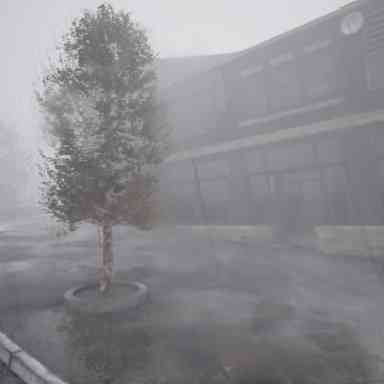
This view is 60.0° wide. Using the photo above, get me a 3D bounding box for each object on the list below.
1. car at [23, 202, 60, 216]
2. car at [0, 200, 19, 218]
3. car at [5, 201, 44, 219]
[{"bbox_3d":[-20.932,2.342,46.478,2.097,1.535,5.008,-3,-1,10],"label":"car"},{"bbox_3d":[-21.765,2.054,40.542,2.435,2.045,5.566,-3,-1,4],"label":"car"},{"bbox_3d":[-18.243,2.088,36.952,1.837,1.490,4.892,-4,0,0],"label":"car"}]
